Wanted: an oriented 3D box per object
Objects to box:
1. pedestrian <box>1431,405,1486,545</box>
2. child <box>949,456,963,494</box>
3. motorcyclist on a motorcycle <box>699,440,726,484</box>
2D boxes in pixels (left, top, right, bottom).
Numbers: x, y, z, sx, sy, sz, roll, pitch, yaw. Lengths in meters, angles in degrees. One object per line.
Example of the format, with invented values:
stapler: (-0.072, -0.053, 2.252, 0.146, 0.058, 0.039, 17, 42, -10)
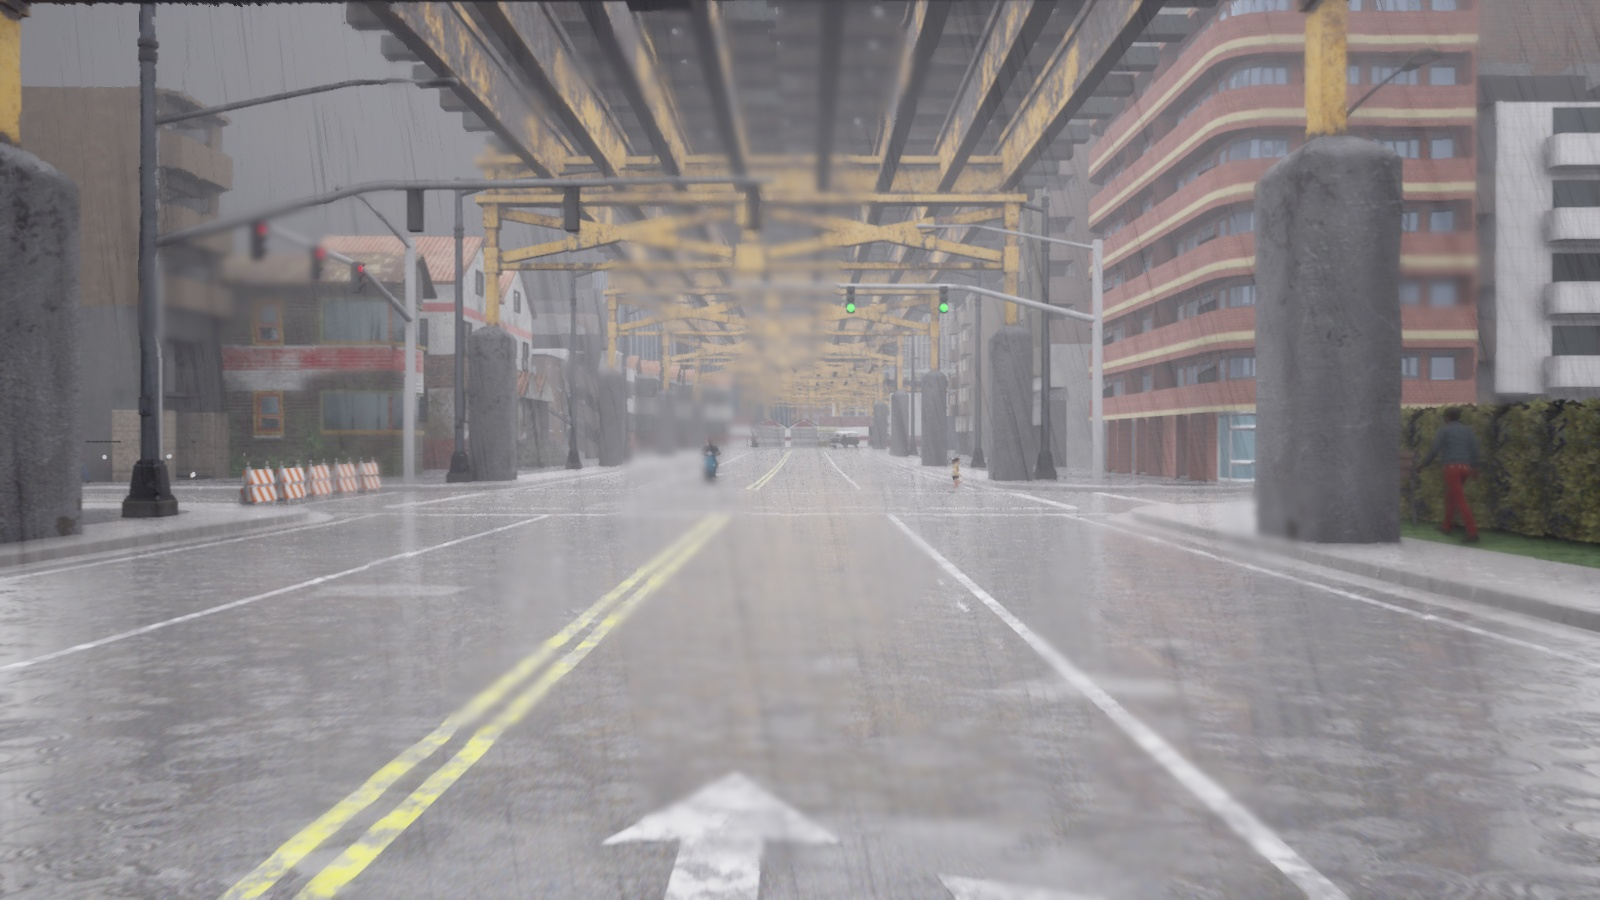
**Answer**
pedestrian: (8.859, 0.323, 16.910, 0.353, 1.847, 0.614, 0, 0, -9)
child: (4.559, 0.720, 36.756, 0.394, 1.110, 0.255, 0, 0, 6)
motorcyclist on a motorcycle: (-3.225, 0.437, 46.240, 0.866, 1.590, 1.817, 0, 0, 0)
